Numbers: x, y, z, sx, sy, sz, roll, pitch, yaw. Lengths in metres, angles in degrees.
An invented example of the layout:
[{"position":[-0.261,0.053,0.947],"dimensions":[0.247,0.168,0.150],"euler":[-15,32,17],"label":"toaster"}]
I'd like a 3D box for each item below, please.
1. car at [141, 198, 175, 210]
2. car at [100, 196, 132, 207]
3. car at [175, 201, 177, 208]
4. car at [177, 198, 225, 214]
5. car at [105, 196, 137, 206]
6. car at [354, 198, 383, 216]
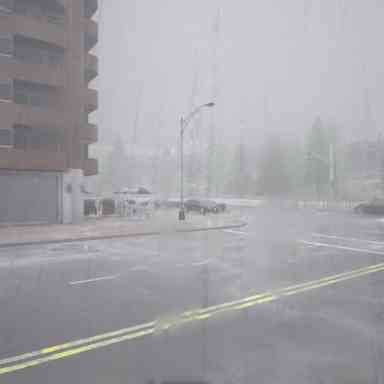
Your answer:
[{"position":[-4.506,1.545,41.831],"dimensions":[1.895,1.301,4.718],"euler":[0,0,-37],"label":"car"},{"position":[-11.456,1.435,49.106],"dimensions":[4.902,1.511,2.128],"euler":[0,0,34],"label":"car"},{"position":[-3.593,1.545,46.244],"dimensions":[1.895,1.301,4.718],"euler":[0,0,-40],"label":"car"},{"position":[0.867,1.449,34.312],"dimensions":[1.837,1.490,4.892],"euler":[0,0,-35],"label":"car"},{"position":[-11.330,1.436,53.187],"dimensions":[4.902,1.511,2.128],"euler":[0,0,29],"label":"car"},{"position":[17.064,1.297,29.928],"dimensions":[2.097,1.767,4.553],"euler":[0,0,-35],"label":"car"}]
